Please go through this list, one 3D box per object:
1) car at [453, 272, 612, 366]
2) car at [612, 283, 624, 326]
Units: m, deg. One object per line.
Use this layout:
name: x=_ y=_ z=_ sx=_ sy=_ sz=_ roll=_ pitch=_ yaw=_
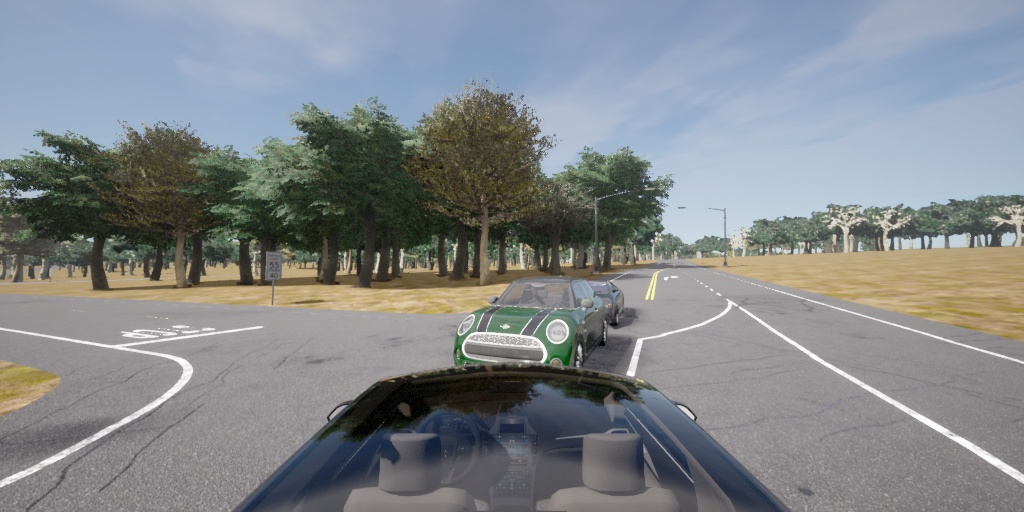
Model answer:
car: x=0.673 y=1.223 z=7.488 sx=2.097 sy=1.767 sz=4.553 roll=-1 pitch=-2 yaw=22
car: x=2.892 y=1.555 z=12.923 sx=1.994 sy=1.385 sz=4.181 roll=-2 pitch=0 yaw=22
